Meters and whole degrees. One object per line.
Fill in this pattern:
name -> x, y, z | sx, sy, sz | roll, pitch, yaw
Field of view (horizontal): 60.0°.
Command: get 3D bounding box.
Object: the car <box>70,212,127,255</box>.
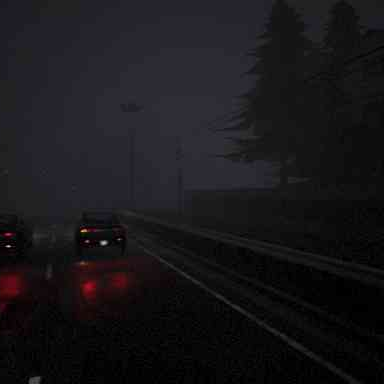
car -> -4.015, 1.599, 14.050 | 2.128, 1.511, 4.902 | 0, 0, -21

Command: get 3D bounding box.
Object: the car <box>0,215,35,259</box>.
car -> -7.263, 1.624, 12.748 | 2.128, 1.511, 4.902 | 0, 0, -21
